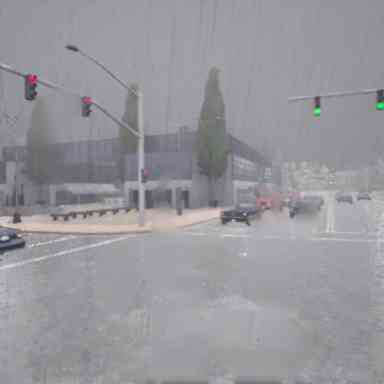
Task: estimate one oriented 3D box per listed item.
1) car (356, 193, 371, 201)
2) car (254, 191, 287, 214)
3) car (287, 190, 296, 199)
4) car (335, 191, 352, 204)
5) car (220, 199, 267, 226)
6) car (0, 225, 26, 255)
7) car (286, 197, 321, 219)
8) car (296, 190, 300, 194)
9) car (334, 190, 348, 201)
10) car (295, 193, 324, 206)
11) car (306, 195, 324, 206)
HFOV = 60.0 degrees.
[{"bbox_3d":[29.503,0.798,57.241,1.994,1.385,4.181,-1,0,23],"label":"car"},{"bbox_3d":[7.173,0.928,31.197,2.150,2.045,5.566,-1,0,23],"label":"car"},{"bbox_3d":[11.019,0.948,40.349,2.097,1.767,4.553,-1,0,23],"label":"car"},{"bbox_3d":[21.705,0.881,47.370,1.882,1.535,5.008,-1,0,23],"label":"car"},{"bbox_3d":[3.415,1.414,22.320,1.895,1.301,4.718,-1,0,24],"label":"car"},{"bbox_3d":[-8.495,1.592,11.730,5.357,1.411,2.033,-1,0,19],"label":"car"},{"bbox_3d":[8.727,1.319,25.842,1.895,1.301,4.718,-1,0,23],"label":"car"},{"bbox_3d":[15.171,0.699,50.155,2.150,2.045,5.566,-1,0,23],"label":"car"},{"bbox_3d":[26.118,0.627,58.224,2.097,1.767,4.553,-1,0,23],"label":"car"},{"bbox_3d":[12.304,1.106,34.392,2.128,1.511,4.902,-1,0,23],"label":"car"},{"bbox_3d":[16.152,1.069,43.478,1.994,1.385,4.181,-1,0,23],"label":"car"}]
